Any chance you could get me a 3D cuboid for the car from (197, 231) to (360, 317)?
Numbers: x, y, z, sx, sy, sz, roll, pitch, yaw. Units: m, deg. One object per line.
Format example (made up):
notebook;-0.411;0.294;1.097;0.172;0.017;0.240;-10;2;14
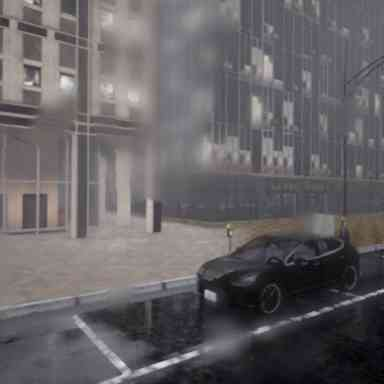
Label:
car;2.128;1.622;7.614;4.313;1.339;1.947;1;-1;-35
